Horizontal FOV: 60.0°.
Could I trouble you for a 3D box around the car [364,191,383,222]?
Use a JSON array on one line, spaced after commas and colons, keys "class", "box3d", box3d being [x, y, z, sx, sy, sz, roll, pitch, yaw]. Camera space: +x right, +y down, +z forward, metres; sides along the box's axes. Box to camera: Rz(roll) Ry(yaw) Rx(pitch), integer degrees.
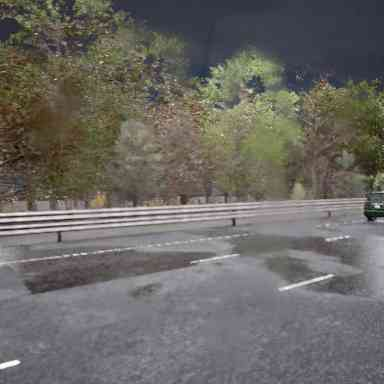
[{"class": "car", "box3d": [13.671, 0.957, 22.139, 5.566, 2.045, 2.150, -1, 1, -35]}]
